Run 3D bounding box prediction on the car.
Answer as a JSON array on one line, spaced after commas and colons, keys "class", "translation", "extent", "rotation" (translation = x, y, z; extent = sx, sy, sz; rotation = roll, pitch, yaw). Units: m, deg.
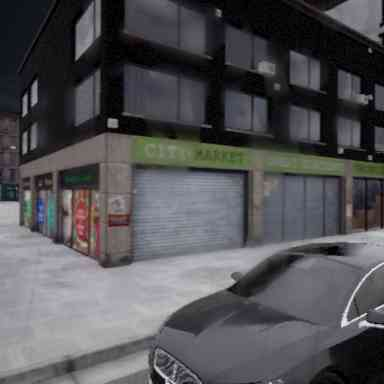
[{"class": "car", "translation": [1.791, 1.501, 4.350], "extent": [4.892, 1.490, 1.837], "rotation": [0, 0, -36]}]
